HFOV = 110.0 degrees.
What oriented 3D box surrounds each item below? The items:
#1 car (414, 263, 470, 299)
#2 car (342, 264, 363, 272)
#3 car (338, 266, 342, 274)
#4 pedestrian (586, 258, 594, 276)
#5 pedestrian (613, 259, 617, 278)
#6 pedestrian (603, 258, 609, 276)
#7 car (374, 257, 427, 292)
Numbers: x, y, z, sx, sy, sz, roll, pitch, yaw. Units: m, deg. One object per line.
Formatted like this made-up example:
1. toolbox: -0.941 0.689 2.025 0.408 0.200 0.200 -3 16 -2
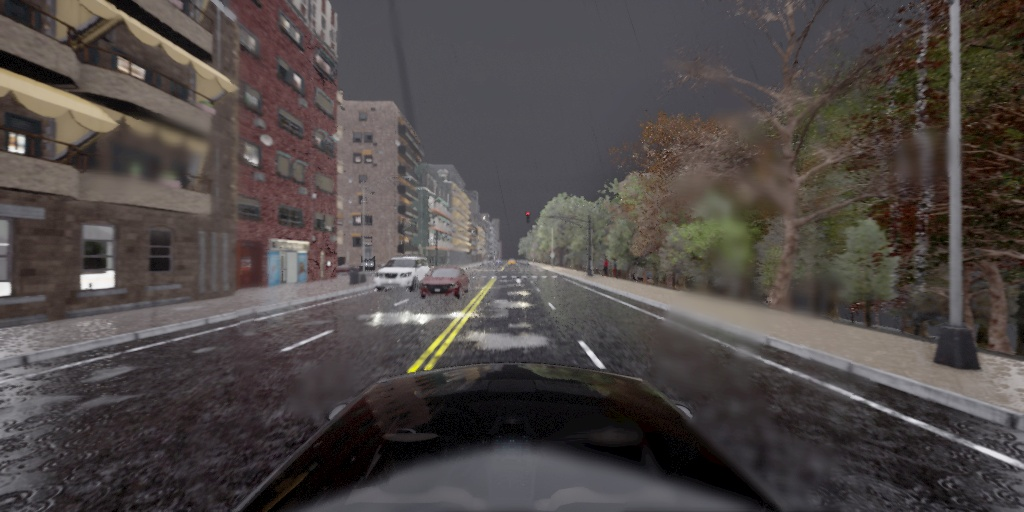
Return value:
1. car: -3.353 1.291 18.667 1.882 1.535 5.008 0 0 0
2. car: -22.803 1.780 49.371 4.207 1.307 1.802 0 0 -1
3. car: -22.678 1.487 40.724 5.009 1.841 2.192 0 0 -1
4. pedestrian: 7.746 1.022 35.563 0.375 1.860 0.375 0 0 0
5. pedestrian: 9.994 1.207 34.963 0.375 1.860 0.375 0 0 0
6. pedestrian: 8.988 1.016 34.363 0.375 1.860 0.375 0 0 0
7. car: -6.598 1.050 22.236 2.150 2.045 5.566 0 0 0
